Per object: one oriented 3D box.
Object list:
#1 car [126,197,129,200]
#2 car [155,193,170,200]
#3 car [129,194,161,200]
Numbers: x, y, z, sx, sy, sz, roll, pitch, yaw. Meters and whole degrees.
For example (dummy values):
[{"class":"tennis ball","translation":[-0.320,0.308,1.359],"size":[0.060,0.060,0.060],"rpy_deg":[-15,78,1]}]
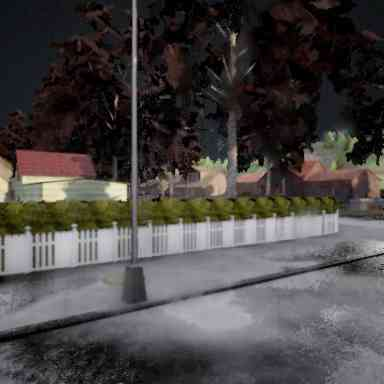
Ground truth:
[{"class":"car","translation":[-11.706,1.557,63.572],"size":[1.812,1.442,4.674],"rpy_deg":[0,0,-36]},{"class":"car","translation":[-5.572,1.252,55.052],"size":[2.150,2.045,5.566],"rpy_deg":[0,0,-35]},{"class":"car","translation":[-7.122,1.518,50.146],"size":[2.128,1.511,4.902],"rpy_deg":[0,0,-35]}]
